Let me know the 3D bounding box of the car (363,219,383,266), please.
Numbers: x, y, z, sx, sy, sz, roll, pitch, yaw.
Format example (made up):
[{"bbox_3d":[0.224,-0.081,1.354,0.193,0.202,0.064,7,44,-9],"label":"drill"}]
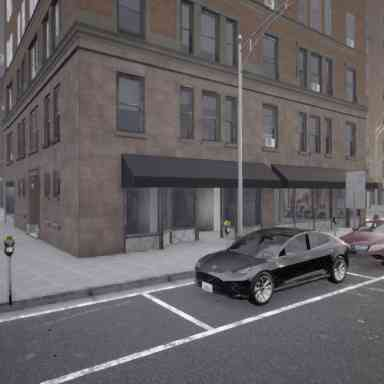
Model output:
[{"bbox_3d":[6.540,1.582,11.267,4.206,1.307,1.802,0,0,-36],"label":"car"}]

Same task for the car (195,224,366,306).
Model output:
[{"bbox_3d":[2.077,1.566,8.049,4.313,1.339,1.947,0,0,-36],"label":"car"}]
